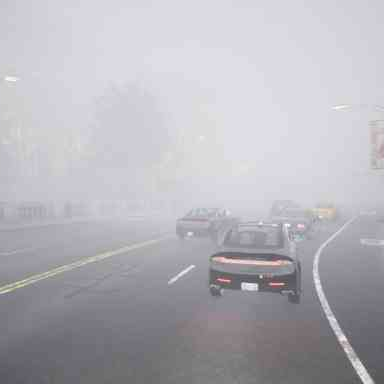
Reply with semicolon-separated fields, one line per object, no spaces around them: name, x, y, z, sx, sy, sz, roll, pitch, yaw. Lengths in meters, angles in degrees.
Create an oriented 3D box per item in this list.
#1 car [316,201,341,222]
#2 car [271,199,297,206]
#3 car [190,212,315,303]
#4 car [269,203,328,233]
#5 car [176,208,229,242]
car;10.542;1.456;26.247;1.801;1.575;5.366;0;0;30
car;8.347;1.353;29.223;2.097;1.767;4.553;0;0;30
car;1.680;1.492;8.327;2.128;1.511;4.902;0;0;15
car;5.531;1.547;17.286;2.033;1.411;5.357;0;0;29
car;0.989;1.491;15.903;2.128;1.511;4.902;0;0;26
